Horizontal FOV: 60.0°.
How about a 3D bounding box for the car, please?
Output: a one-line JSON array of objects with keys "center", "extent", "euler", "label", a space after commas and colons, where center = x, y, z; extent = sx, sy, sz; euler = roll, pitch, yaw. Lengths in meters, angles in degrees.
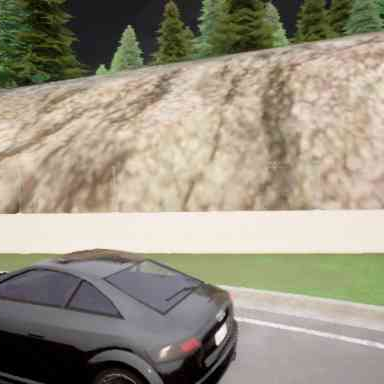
[{"center": [-1.553, 1.464, 4.242], "extent": [4.181, 1.385, 1.994], "euler": [0, 2, 22], "label": "car"}]
